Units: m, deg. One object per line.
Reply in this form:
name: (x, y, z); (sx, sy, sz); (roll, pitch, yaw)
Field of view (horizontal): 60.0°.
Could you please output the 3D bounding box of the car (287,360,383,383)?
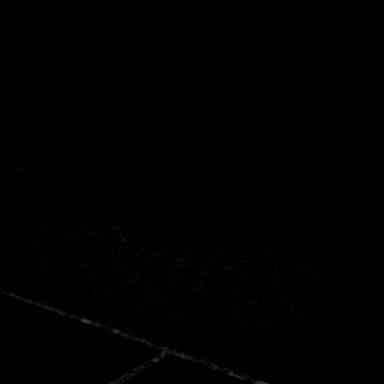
car: (2.283, 1.564, 1.334); (4.313, 1.339, 1.947); (0, 0, 35)
